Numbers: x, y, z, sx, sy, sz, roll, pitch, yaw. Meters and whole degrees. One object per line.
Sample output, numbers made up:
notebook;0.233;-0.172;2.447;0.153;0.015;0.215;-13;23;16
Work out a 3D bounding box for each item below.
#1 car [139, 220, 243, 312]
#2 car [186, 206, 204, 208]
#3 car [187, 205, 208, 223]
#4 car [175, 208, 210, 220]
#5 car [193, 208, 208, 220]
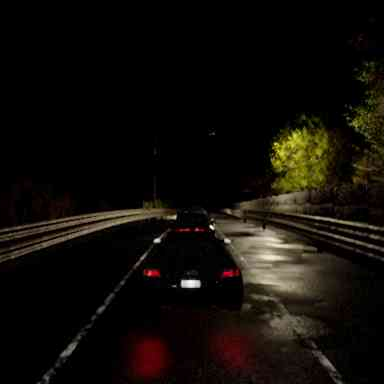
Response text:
car;0.006;1.587;7.804;1.994;1.385;4.181;0;-1;1
car;0.087;1.794;20.450;2.128;1.511;4.902;0;-2;1
car;0.634;2.352;35.936;2.097;1.767;4.553;0;-3;2
car;0.024;1.639;14.460;1.837;1.490;4.892;0;-1;0
car;1.201;2.997;46.398;1.882;1.535;5.008;0;-3;4
